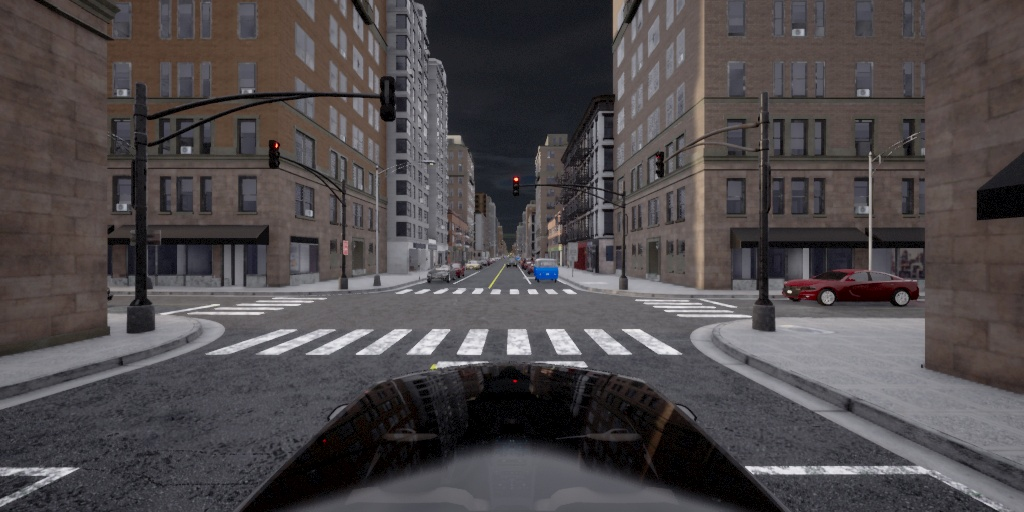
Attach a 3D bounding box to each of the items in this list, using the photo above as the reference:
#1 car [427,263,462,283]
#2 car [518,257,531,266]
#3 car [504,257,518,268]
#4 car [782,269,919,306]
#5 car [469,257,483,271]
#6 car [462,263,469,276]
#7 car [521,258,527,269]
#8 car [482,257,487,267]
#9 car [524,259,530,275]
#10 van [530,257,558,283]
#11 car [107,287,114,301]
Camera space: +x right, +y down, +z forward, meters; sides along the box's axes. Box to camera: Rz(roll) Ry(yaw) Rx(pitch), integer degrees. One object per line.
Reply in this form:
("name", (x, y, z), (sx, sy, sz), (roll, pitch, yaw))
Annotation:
("car", (-5.439, 1.299, 27.958), (2.007, 1.370, 4.403), (0, 0, 0))
("car", (2.531, 1.054, 56.390), (2.192, 1.841, 5.009), (0, 0, 0))
("car", (-0.019, 1.337, 61.593), (1.895, 1.301, 4.718), (0, 0, 0))
("car", (14.788, 1.326, 15.848), (5.008, 1.535, 1.882), (0, 0, 1))
("car", (-5.483, 1.269, 50.516), (1.751, 1.417, 4.829), (0, 0, 0))
("car", (-5.450, 1.293, 33.640), (1.888, 1.381, 4.507), (0, 0, 0))
("car", (2.542, 1.326, 50.708), (1.802, 1.307, 4.207), (0, 0, 0))
("car", (-5.494, 1.305, 56.368), (1.948, 1.339, 4.313), (0, 0, 0))
("car", (2.564, 1.330, 39.345), (1.802, 1.307, 4.207), (0, 0, 0))
("van", (2.586, 1.089, 27.982), (1.690, 1.789, 3.998), (0, 0, 0))
("car", (-17.752, 1.198, 12.787), (5.357, 1.411, 2.033), (0, 0, 0))
